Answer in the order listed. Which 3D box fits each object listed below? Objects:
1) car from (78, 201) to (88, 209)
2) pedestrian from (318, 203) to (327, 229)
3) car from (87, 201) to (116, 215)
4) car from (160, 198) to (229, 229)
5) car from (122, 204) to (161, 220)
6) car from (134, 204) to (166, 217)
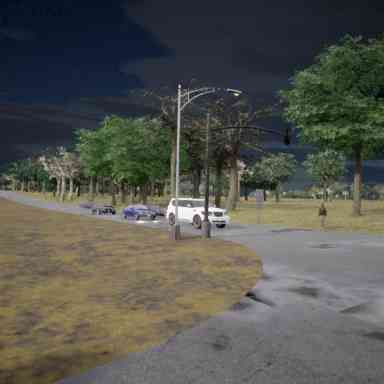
[{"bbox_3d":[-18.626,2.288,58.698,1.994,1.385,4.181,3,-2,-34],"label":"car"},{"bbox_3d":[9.323,1.717,23.836,0.375,1.860,0.375,1,-1,-34],"label":"pedestrian"},{"bbox_3d":[-10.766,2.012,40.262,1.994,1.385,4.181,3,-2,-34],"label":"car"},{"bbox_3d":[0.244,1.458,23.761,2.150,2.045,5.566,3,-2,-34],"label":"car"},{"bbox_3d":[-5.196,1.882,31.929,1.812,1.442,4.674,3,-2,-34],"label":"car"},{"bbox_3d":[-4.872,2.105,38.072,1.994,1.385,4.181,3,-2,-34],"label":"car"}]
